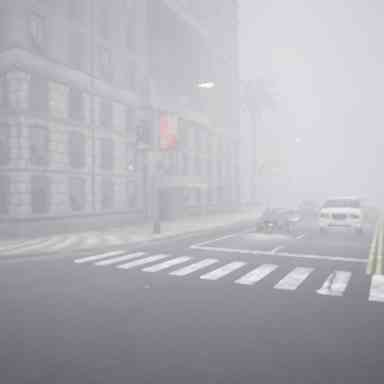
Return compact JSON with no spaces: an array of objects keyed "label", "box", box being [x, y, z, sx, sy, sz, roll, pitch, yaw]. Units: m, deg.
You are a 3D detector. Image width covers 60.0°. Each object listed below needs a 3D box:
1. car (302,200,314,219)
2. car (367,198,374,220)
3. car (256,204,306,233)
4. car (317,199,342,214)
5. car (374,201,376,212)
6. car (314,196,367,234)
[{"label":"car","box":[10.612,1.472,29.514,2.097,1.767,4.553,-1,-1,31]},{"label":"car","box":[14.117,1.549,28.558,2.128,1.511,4.902,-1,-1,31]},{"label":"car","box":[5.445,1.679,20.636,1.994,1.385,4.181,-1,-1,30]},{"label":"car","box":[15.938,1.600,38.474,1.882,1.535,5.008,-1,-1,31]},{"label":"car","box":[19.368,1.412,37.378,2.097,1.767,4.553,-1,-1,31]},{"label":"car","box":[9.035,1.276,19.876,2.150,2.045,5.566,-1,-1,29]}]
